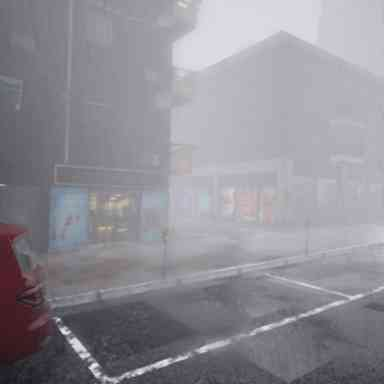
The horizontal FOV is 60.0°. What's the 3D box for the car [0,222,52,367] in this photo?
[{"bbox_3d":[-4.021,1.312,3.196,5.009,1.841,2.192,0,2,-35],"label":"car"}]
